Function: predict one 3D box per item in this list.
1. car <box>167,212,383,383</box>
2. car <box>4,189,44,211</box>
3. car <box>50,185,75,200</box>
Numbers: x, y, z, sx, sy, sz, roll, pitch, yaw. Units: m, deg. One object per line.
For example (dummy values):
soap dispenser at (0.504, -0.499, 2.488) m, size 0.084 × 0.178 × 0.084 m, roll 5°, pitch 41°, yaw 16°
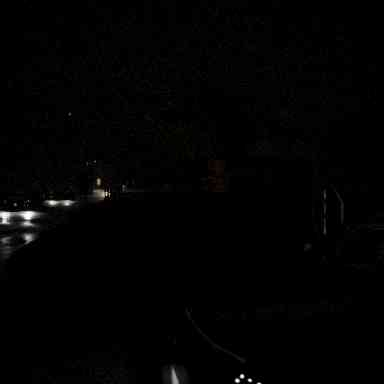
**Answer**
car at (2.553, 1.228, 3.419) m, size 5.566 × 2.045 × 2.150 m, roll 0°, pitch 0°, yaw -13°
car at (-13.077, 0.583, 26.207) m, size 1.837 × 1.490 × 4.892 m, roll 0°, pitch 2°, yaw -10°
car at (-15.285, -0.010, 39.421) m, size 2.097 × 1.767 × 4.553 m, roll 0°, pitch 2°, yaw -9°
